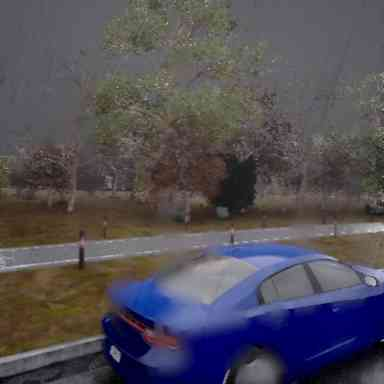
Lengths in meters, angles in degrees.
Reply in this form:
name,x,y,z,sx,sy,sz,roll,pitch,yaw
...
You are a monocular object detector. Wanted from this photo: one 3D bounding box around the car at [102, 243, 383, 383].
name,x,y,z,sx,sy,sz,roll,pitch,yaw
car,1.281,1.497,4.781,5.008,1.535,2.097,0,0,-34
